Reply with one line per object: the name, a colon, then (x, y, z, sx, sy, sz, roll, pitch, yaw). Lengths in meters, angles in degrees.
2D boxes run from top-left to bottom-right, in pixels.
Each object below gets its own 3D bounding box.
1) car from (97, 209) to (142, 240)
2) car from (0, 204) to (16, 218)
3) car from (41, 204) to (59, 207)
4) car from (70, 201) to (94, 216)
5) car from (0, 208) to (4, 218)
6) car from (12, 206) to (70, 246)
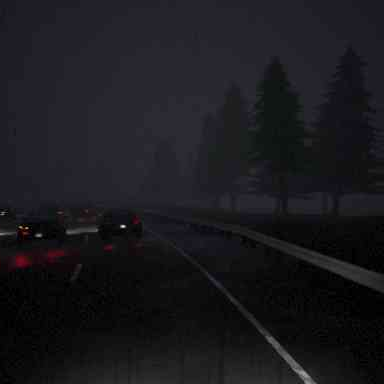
car: (-3.876, 1.593, 17.445, 1.994, 1.385, 4.181, -1, 0, -19)
car: (-17.570, 1.814, 31.056, 1.994, 1.385, 4.181, -1, 0, -30)
car: (-12.326, 1.706, 28.850, 2.033, 1.411, 5.357, -1, 0, -27)
car: (-11.428, 1.654, 34.411, 1.812, 1.442, 4.674, -1, 0, -30)
car: (-10.742, 1.724, 15.973, 1.994, 1.385, 4.181, -1, 0, -19)
car: (-7.003, 1.618, 15.824, 1.812, 1.442, 4.674, -1, -1, -19)
